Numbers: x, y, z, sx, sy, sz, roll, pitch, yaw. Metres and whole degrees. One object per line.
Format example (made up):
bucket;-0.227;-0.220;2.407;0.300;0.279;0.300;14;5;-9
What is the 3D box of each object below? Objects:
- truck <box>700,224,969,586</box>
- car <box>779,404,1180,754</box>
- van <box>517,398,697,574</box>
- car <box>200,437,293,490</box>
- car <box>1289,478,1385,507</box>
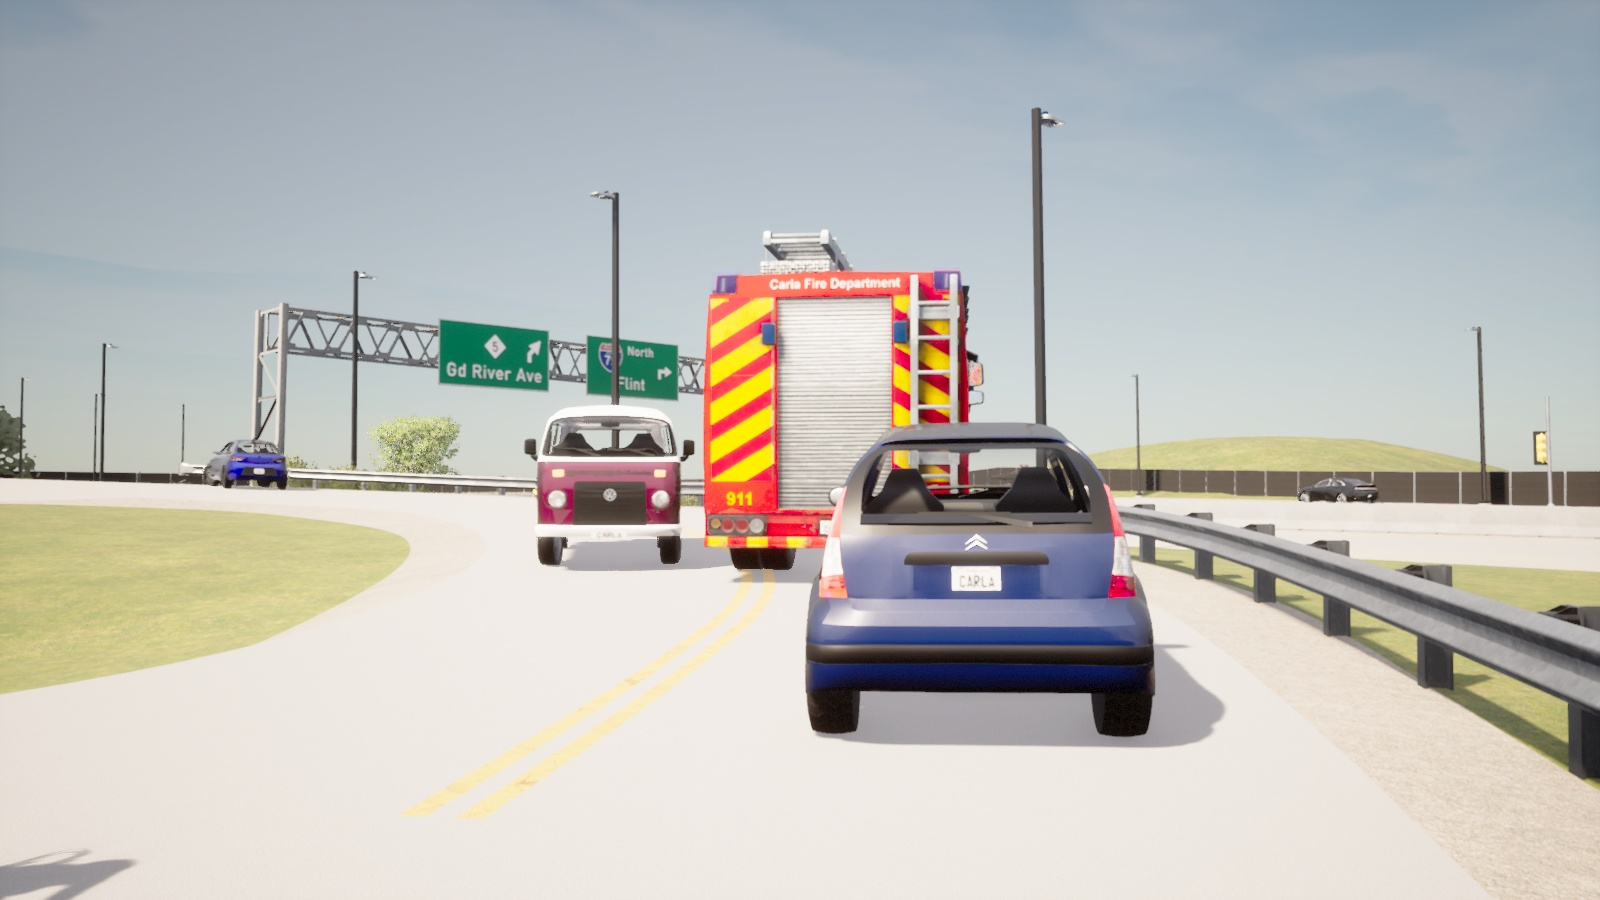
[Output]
truck;0.906;-0.480;17.638;2.891;3.827;8.468;0;0;7
car;1.055;0.600;7.895;1.851;1.617;3.988;-1;0;7
van;-2.541;0.406;16.867;2.069;2.038;4.480;0;0;-8
car;-16.983;0.397;38.427;1.816;1.474;4.193;3;-2;-34
car;29.325;2.297;68.757;2.128;1.511;4.902;1;-1;-18
